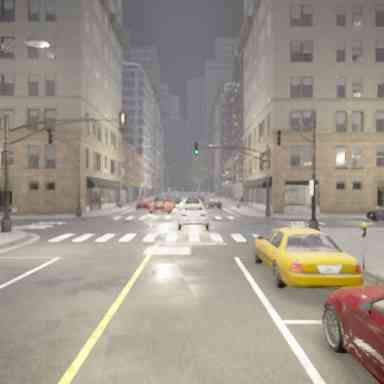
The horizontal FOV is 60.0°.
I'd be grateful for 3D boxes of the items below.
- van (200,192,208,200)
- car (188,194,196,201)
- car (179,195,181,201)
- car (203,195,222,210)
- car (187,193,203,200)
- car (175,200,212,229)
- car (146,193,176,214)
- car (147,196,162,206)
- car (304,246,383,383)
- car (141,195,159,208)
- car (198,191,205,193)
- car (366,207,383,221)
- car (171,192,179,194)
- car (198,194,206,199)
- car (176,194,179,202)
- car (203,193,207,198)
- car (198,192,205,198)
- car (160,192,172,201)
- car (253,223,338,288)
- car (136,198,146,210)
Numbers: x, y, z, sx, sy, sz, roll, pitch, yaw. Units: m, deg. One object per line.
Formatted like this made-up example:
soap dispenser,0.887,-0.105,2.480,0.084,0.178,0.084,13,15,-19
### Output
van,2.755,0.996,78.908,1.690,1.788,3.998,1,0,0
car,-0.018,1.174,76.260,1.837,1.490,4.892,0,0,0
car,-3.013,1.383,53.517,1.994,1.385,4.181,0,0,0
car,2.759,1.436,40.944,2.008,1.369,4.403,0,0,0
car,0.088,1.340,48.225,2.128,1.511,4.902,0,0,0
car,0.092,1.466,20.976,1.812,1.442,4.674,0,0,0
car,-3.157,1.264,34.783,2.097,1.767,4.553,0,0,2
car,-5.768,1.373,51.797,1.887,1.381,4.507,1,0,0
car,2.765,1.580,3.286,1.802,1.307,4.206,0,0,0
car,-5.766,1.298,46.374,1.967,1.590,4.097,1,0,0
car,2.755,1.133,73.485,1.967,1.590,4.097,1,0,0
car,14.946,1.487,24.038,4.181,1.385,1.994,0,0,0
car,-3.015,1.282,63.786,1.812,1.442,4.674,0,0,0
car,2.750,1.137,89.758,1.947,1.339,4.313,1,0,0
car,-3.077,1.376,43.788,1.837,1.490,4.892,0,0,0
car,2.758,1.354,51.961,1.752,1.417,4.829,1,0,0
car,2.751,0.966,95.180,1.967,1.590,4.097,1,1,0
car,-5.769,1.007,73.488,2.192,1.841,5.009,1,0,0
car,2.764,1.515,9.010,1.752,1.417,4.829,0,0,0
car,-5.766,1.429,40.950,1.887,1.381,4.507,0,0,0
